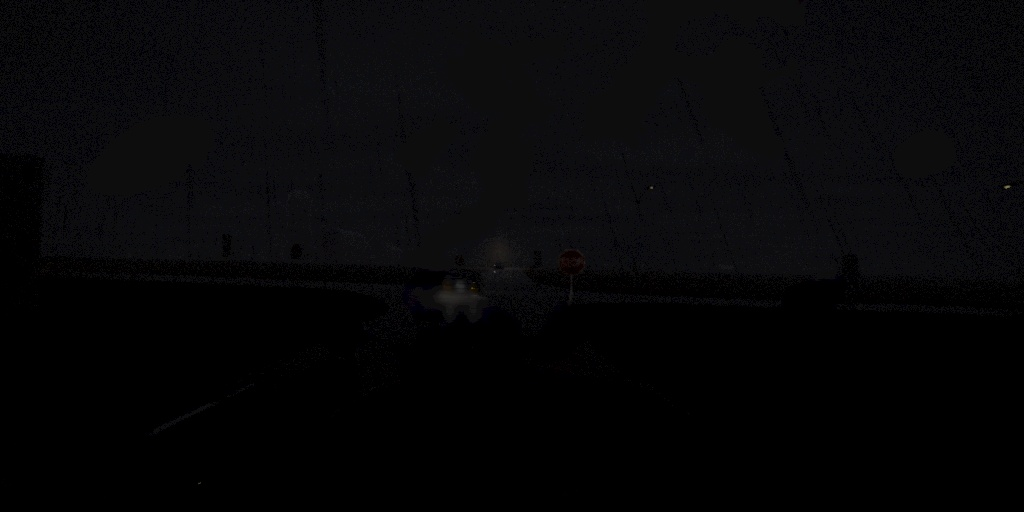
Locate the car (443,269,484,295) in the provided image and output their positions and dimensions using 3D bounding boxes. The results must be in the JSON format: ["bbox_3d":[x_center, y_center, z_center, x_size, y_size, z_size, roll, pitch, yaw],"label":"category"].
[{"bbox_3d":[-2.699,1.471,20.992,1.994,1.385,4.181,2,-2,0],"label":"car"}]
